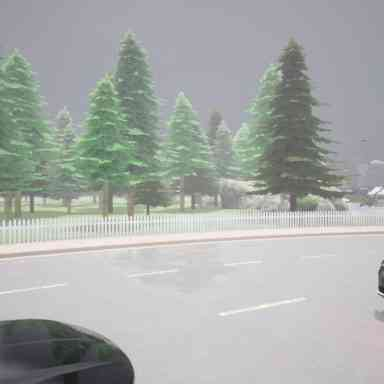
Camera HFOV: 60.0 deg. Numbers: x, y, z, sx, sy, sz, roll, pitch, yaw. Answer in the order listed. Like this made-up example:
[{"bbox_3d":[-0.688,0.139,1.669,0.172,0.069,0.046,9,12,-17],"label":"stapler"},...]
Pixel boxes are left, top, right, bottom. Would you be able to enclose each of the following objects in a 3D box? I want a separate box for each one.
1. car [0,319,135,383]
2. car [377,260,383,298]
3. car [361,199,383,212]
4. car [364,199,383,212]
[{"bbox_3d":[-2.678,1.478,1.653,5.008,1.535,1.882,0,0,-36],"label":"car"},{"bbox_3d":[5.680,1.492,6.134,4.902,1.511,2.128,0,0,-23],"label":"car"},{"bbox_3d":[23.111,1.581,41.123,1.812,1.442,4.674,0,0,-3],"label":"car"},{"bbox_3d":[19.910,1.619,36.072,1.994,1.385,4.181,0,0,-3],"label":"car"}]
